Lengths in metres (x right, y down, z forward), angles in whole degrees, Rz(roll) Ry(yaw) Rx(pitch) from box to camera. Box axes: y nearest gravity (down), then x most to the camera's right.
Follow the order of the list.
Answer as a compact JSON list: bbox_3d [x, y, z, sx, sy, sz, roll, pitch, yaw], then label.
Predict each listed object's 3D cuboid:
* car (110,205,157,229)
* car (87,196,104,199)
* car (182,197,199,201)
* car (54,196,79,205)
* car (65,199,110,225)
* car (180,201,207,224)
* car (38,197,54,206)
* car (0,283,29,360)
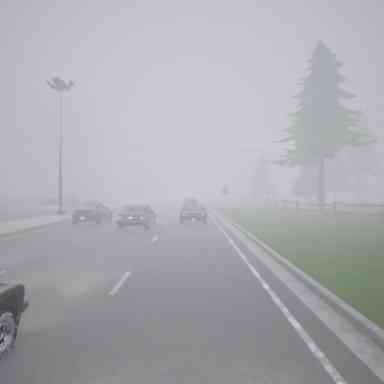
[{"bbox_3d":[-3.401,1.499,21.105,2.033,1.411,5.357,0,0,0],"label":"car"},{"bbox_3d":[-15.558,1.355,53.361,1.882,1.535,5.008,0,0,-1],"label":"car"},{"bbox_3d":[-0.161,1.408,42.254,1.837,1.490,4.892,0,0,-1],"label":"car"},{"bbox_3d":[-19.036,1.374,51.839,2.128,1.511,4.902,0,0,-1],"label":"car"},{"bbox_3d":[-6.903,1.472,23.233,1.812,1.442,4.674,0,0,0],"label":"car"},{"bbox_3d":[0.095,1.545,24.356,1.895,1.301,4.718,0,0,0],"label":"car"},{"bbox_3d":[-22.551,1.426,52.943,2.033,1.411,5.357,0,0,-1],"label":"car"},{"bbox_3d":[-3.400,1.594,2.922,1.895,1.301,4.718,0,0,0],"label":"car"}]
